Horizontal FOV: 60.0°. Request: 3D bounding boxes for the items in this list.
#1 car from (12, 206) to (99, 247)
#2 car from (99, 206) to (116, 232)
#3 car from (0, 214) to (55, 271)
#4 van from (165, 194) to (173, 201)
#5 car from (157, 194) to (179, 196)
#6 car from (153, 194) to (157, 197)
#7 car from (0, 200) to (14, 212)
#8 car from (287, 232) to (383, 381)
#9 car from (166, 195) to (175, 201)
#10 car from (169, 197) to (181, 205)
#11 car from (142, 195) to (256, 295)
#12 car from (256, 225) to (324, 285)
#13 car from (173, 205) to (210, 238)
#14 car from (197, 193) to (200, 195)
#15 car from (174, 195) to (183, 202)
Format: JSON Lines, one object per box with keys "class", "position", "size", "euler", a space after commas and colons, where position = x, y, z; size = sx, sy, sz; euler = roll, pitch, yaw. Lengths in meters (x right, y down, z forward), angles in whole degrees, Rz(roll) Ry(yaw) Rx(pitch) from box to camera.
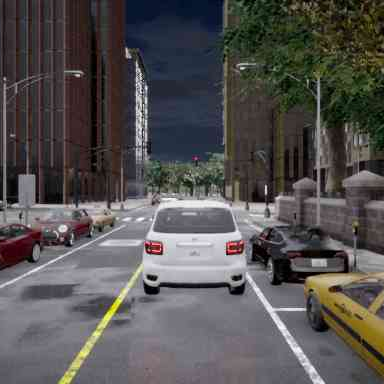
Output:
{"class": "car", "position": [-5.781, 1.441, 14.720], "size": [1.967, 1.590, 4.097], "euler": [0, 0, 0]}
{"class": "car", "position": [-5.787, 1.527, 20.006], "size": [1.752, 1.417, 4.829], "euler": [0, 0, 0]}
{"class": "car", "position": [-5.775, 1.545, 9.262], "size": [1.887, 1.381, 4.507], "euler": [0, 0, 0]}
{"class": "van", "position": [-5.858, 1.372, 84.772], "size": [1.690, 1.788, 3.998], "euler": [0, 0, 0]}
{"class": "car", "position": [-3.019, 1.229, 44.122], "size": [2.150, 2.045, 5.566], "euler": [0, 0, -2]}
{"class": "car", "position": [-5.828, 1.329, 57.584], "size": [2.192, 1.841, 5.009], "euler": [0, 0, 0]}
{"class": "car", "position": [-19.529, 1.153, 31.618], "size": [4.892, 1.490, 1.837], "euler": [1, 0, 0]}
{"class": "car", "position": [2.756, 1.525, 3.987], "size": [1.752, 1.417, 4.829], "euler": [0, 0, 0]}
{"class": "car", "position": [-5.864, 1.585, 90.210], "size": [2.008, 1.369, 4.403], "euler": [0, 0, 0]}
{"class": "car", "position": [-3.135, 1.581, 61.888], "size": [1.994, 1.385, 4.181], "euler": [0, 0, 0]}
{"class": "car", "position": [0.056, 1.222, 8.863], "size": [2.150, 2.045, 5.566], "euler": [0, 0, 0]}
{"class": "car", "position": [2.750, 1.566, 9.274], "size": [1.947, 1.339, 4.313], "euler": [0, 0, 0]}
{"class": "car", "position": [0.003, 1.527, 18.508], "size": [1.812, 1.442, 4.674], "euler": [0, 0, 0]}
{"class": "car", "position": [2.673, 1.572, 79.344], "size": [1.887, 1.381, 4.507], "euler": [0, 0, 0]}
{"class": "car", "position": [-3.085, 1.497, 76.525], "size": [1.882, 1.535, 5.008], "euler": [0, 0, 0]}
